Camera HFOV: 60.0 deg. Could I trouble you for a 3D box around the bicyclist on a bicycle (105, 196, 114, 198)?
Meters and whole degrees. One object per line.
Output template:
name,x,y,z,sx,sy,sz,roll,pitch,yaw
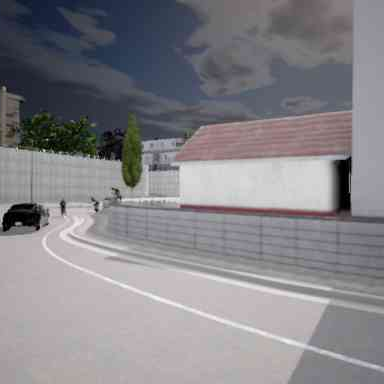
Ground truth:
bicyclist on a bicycle,-8.469,1.235,32.977,0.582,1.620,1.656,1,0,-29

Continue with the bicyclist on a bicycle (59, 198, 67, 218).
bicyclist on a bicycle,-11.049,1.360,28.466,0.582,1.620,1.656,1,0,-19

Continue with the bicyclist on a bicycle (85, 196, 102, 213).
bicyclist on a bicycle,-9.431,1.224,31.814,1.656,1.620,0.582,0,0,-2

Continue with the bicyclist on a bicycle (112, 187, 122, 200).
bicyclist on a bicycle,-7.901,0.138,34.489,1.656,1.620,0.582,-32,-18,32

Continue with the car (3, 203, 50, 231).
car,-9.774,1.423,19.899,1.837,1.490,4.892,0,0,-15
